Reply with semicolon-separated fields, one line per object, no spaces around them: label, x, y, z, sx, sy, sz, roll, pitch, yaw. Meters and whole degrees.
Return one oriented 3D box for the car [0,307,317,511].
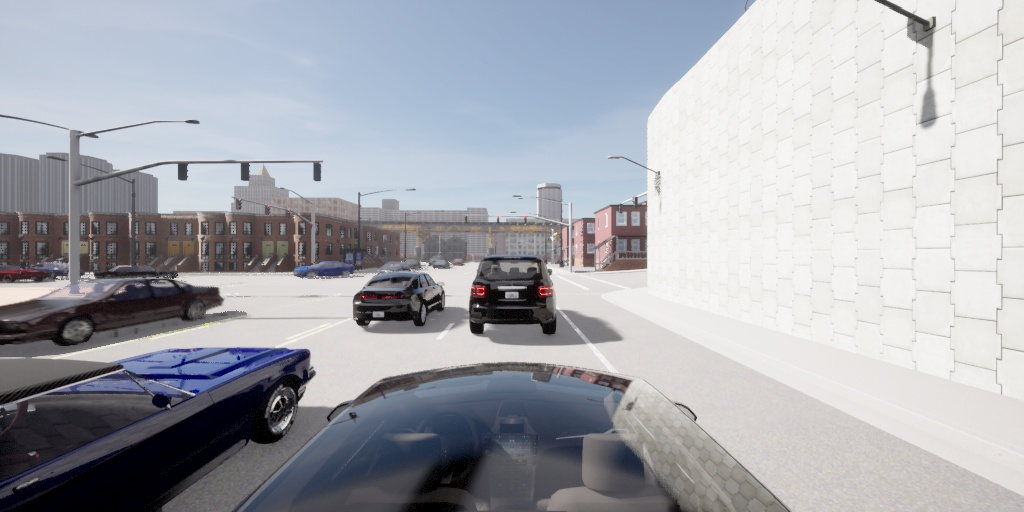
car;-3.397;1.351;2.370;1.895;1.301;4.718;0;0;0

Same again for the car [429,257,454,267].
car;-10.608;1.297;54.240;2.033;1.411;5.357;0;0;0

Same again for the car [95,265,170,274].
car;-28.178;1.351;27.081;4.718;1.301;1.895;0;0;0

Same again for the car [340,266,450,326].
car;-3.422;1.255;11.624;1.837;1.490;4.892;0;0;0

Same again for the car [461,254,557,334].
car;0.062;0.971;10.734;2.150;2.045;5.566;0;0;1

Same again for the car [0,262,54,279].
car;-38.295;1.351;27.045;4.718;1.301;1.895;0;0;0

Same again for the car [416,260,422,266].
car;-14.108;1.254;50.634;1.837;1.490;4.892;0;0;0

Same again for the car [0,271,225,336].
car;-10.602;1.297;9.676;2.033;1.411;5.357;0;0;0

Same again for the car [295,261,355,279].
car;-16.918;1.228;32.593;1.882;1.535;5.008;2;1;37

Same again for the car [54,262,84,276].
car;-39.653;1.276;30.724;4.674;1.442;1.812;0;0;0

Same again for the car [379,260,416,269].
car;-10.608;1.241;32.409;2.128;1.511;4.902;0;0;0
